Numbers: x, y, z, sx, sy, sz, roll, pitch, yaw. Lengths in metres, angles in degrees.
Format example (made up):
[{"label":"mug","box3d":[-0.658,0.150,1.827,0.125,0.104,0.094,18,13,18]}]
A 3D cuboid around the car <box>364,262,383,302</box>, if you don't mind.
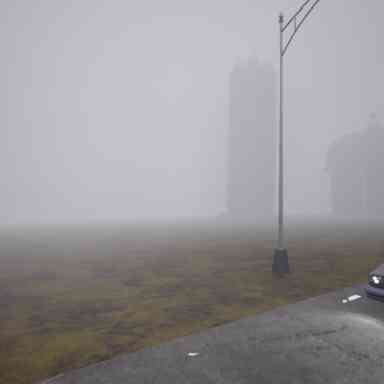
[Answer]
[{"label":"car","box3d":[5.916,1.560,7.172,5.357,1.411,2.033,0,0,-36]}]
